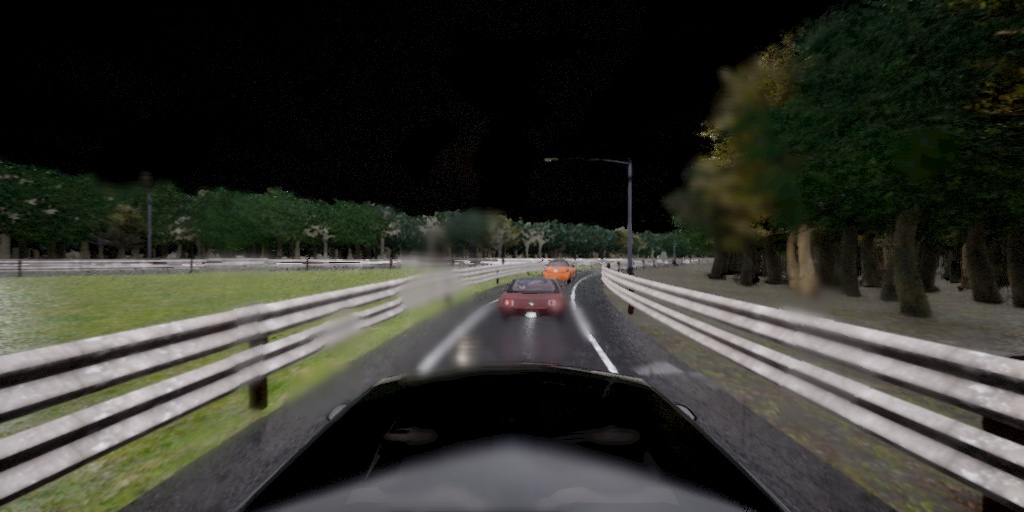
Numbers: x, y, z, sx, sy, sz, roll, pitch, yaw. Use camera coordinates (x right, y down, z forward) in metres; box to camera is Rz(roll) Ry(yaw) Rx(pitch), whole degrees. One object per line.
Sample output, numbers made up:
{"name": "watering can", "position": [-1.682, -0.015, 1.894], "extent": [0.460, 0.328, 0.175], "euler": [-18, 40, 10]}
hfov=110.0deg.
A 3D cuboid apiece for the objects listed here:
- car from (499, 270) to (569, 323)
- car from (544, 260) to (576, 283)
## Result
{"name": "car", "position": [0.779, 1.346, 12.157], "extent": [1.895, 1.301, 4.718], "euler": [0, 0, 6]}
{"name": "car", "position": [3.808, 1.103, 28.248], "extent": [2.097, 1.767, 4.553], "euler": [0, 0, 15]}
